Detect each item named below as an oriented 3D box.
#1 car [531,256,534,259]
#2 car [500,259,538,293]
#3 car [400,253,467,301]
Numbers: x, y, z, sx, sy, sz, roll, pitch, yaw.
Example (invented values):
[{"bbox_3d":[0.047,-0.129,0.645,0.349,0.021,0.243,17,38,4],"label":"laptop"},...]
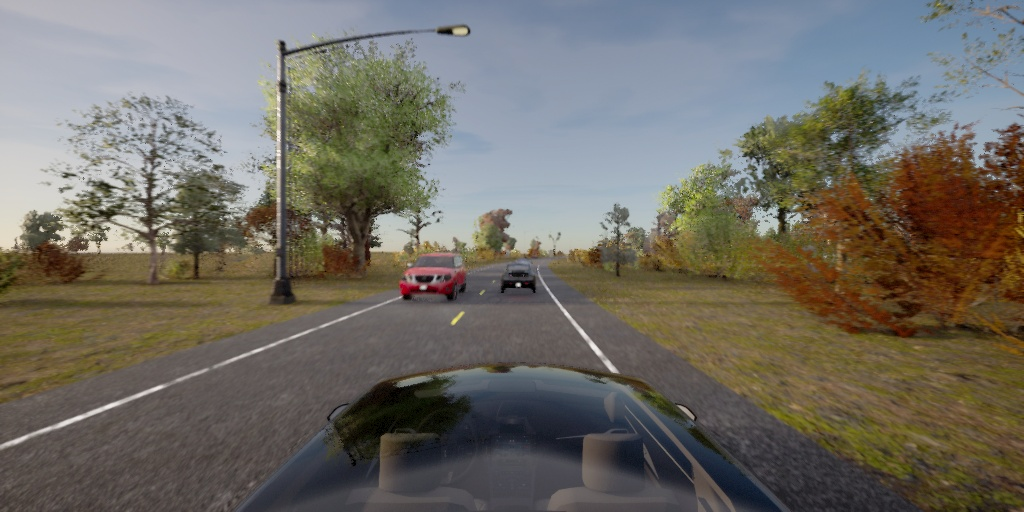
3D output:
[{"bbox_3d":[1.155,1.032,37.909,1.812,1.442,4.674,0,0,3],"label":"car"},{"bbox_3d":[0.379,1.135,19.893,1.837,1.490,4.892,0,0,2],"label":"car"},{"bbox_3d":[-3.430,0.865,16.780,2.150,2.045,5.566,0,0,1],"label":"car"}]
